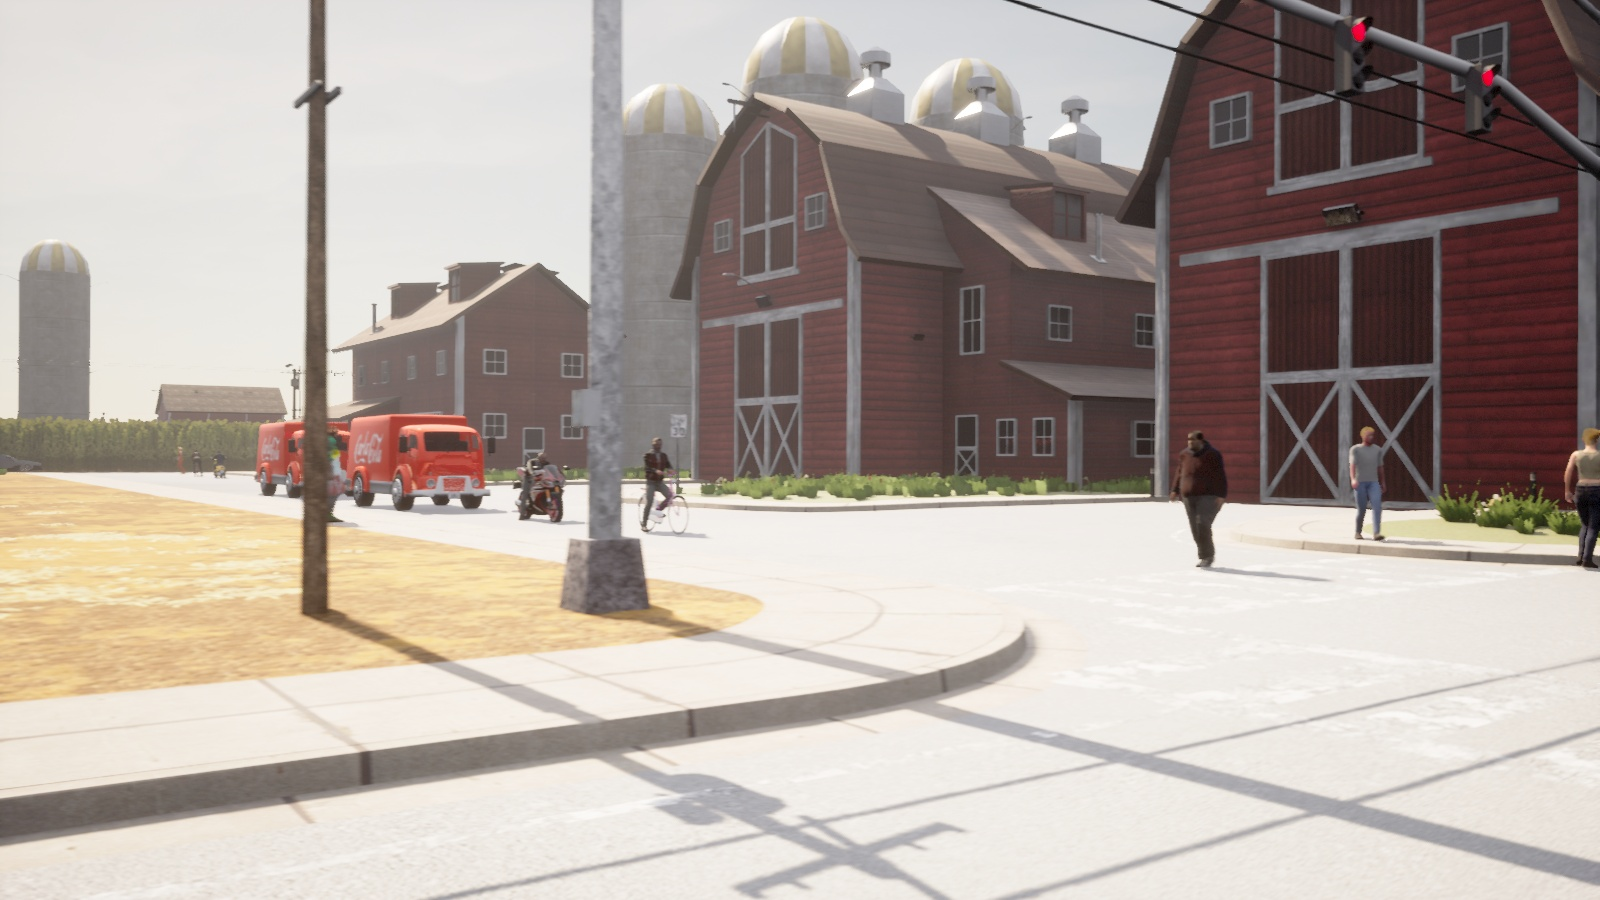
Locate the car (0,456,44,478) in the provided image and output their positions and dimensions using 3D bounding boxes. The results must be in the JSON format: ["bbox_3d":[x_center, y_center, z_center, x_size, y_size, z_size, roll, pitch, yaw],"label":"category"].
[{"bbox_3d":[-52.273,1.108,81.513,5.357,1.411,2.033,0,0,-35],"label":"car"}]

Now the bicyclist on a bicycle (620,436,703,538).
[{"bbox_3d":[-2.537,0.662,22.841,0.659,1.776,1.843,0,-1,-36],"label":"bicyclist on a bicycle"}]

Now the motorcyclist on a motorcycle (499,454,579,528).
[{"bbox_3d":[-5.671,0.849,27.177,0.866,1.530,2.191,0,0,-36],"label":"motorcyclist on a motorcycle"}]

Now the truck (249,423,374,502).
[{"bbox_3d":[-16.400,0.367,42.003,2.627,2.467,5.204,-1,1,-36],"label":"truck"}]

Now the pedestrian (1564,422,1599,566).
[{"bbox_3d":[10.222,0.557,16.288,0.594,1.836,0.345,0,0,-39],"label":"pedestrian"}]

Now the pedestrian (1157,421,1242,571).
[{"bbox_3d":[5.103,0.570,16.032,0.899,1.844,0.634,0,0,-39],"label":"pedestrian"}]

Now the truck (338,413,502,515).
[{"bbox_3d":[-10.215,0.352,33.458,2.627,2.467,5.204,0,0,-36],"label":"truck"}]

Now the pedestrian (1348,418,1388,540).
[{"bbox_3d":[8.708,0.434,19.264,0.354,1.836,0.706,0,0,6],"label":"pedestrian"}]

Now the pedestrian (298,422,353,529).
[{"bbox_3d":[-8.852,0.466,23.410,0.873,1.952,0.659,0,0,-28],"label":"pedestrian"}]
